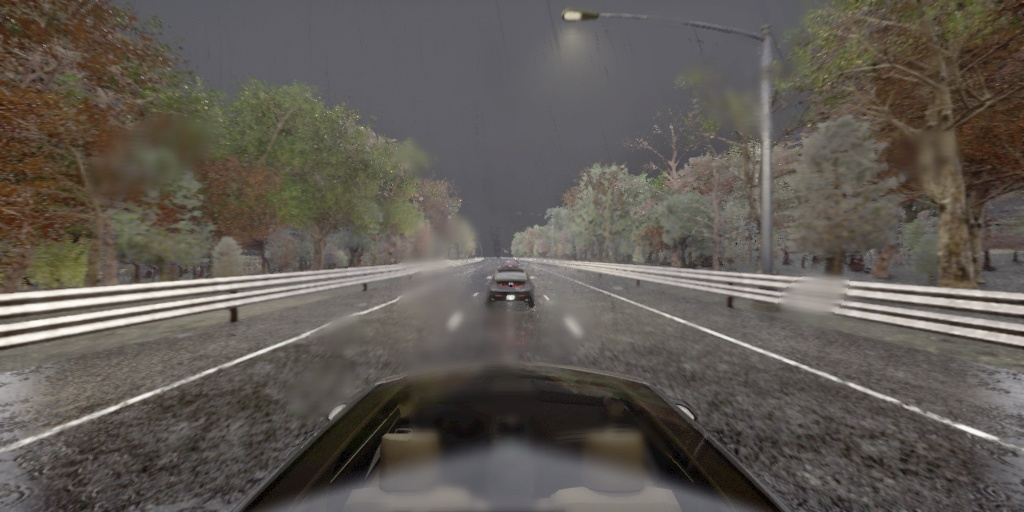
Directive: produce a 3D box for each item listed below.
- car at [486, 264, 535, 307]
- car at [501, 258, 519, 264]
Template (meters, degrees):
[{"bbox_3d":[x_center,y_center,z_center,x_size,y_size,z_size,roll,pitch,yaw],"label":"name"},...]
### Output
[{"bbox_3d":[-0.049,1.272,15.614,1.837,1.490,4.892,0,0,0],"label":"car"},{"bbox_3d":[-0.192,1.143,42.381,2.097,1.767,4.553,0,0,-1],"label":"car"}]
